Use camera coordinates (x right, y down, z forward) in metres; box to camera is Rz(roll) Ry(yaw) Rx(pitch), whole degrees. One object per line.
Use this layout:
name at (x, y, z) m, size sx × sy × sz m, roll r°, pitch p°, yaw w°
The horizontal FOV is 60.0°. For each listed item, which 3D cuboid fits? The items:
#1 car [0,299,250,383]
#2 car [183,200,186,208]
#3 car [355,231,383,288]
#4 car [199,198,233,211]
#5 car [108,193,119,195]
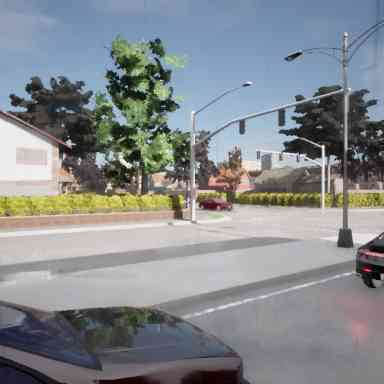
car at (-2.055, 1.547, 2.282) m, size 5.357 × 1.411 × 2.033 m, roll 0°, pitch 0°, yaw -35°
car at (-2.564, 1.352, 47.681) m, size 2.097 × 1.767 × 4.553 m, roll 0°, pitch 0°, yaw -36°
car at (5.859, 1.492, 7.972) m, size 4.902 × 1.511 × 2.128 m, roll 0°, pitch 0°, yaw -35°
car at (2.852, 1.478, 40.240) m, size 1.882 × 1.535 × 5.008 m, roll 0°, pitch 0°, yaw -36°
car at (-14.818, 1.221, 64.621) m, size 2.150 × 2.045 × 5.566 m, roll 0°, pitch 0°, yaw -35°
